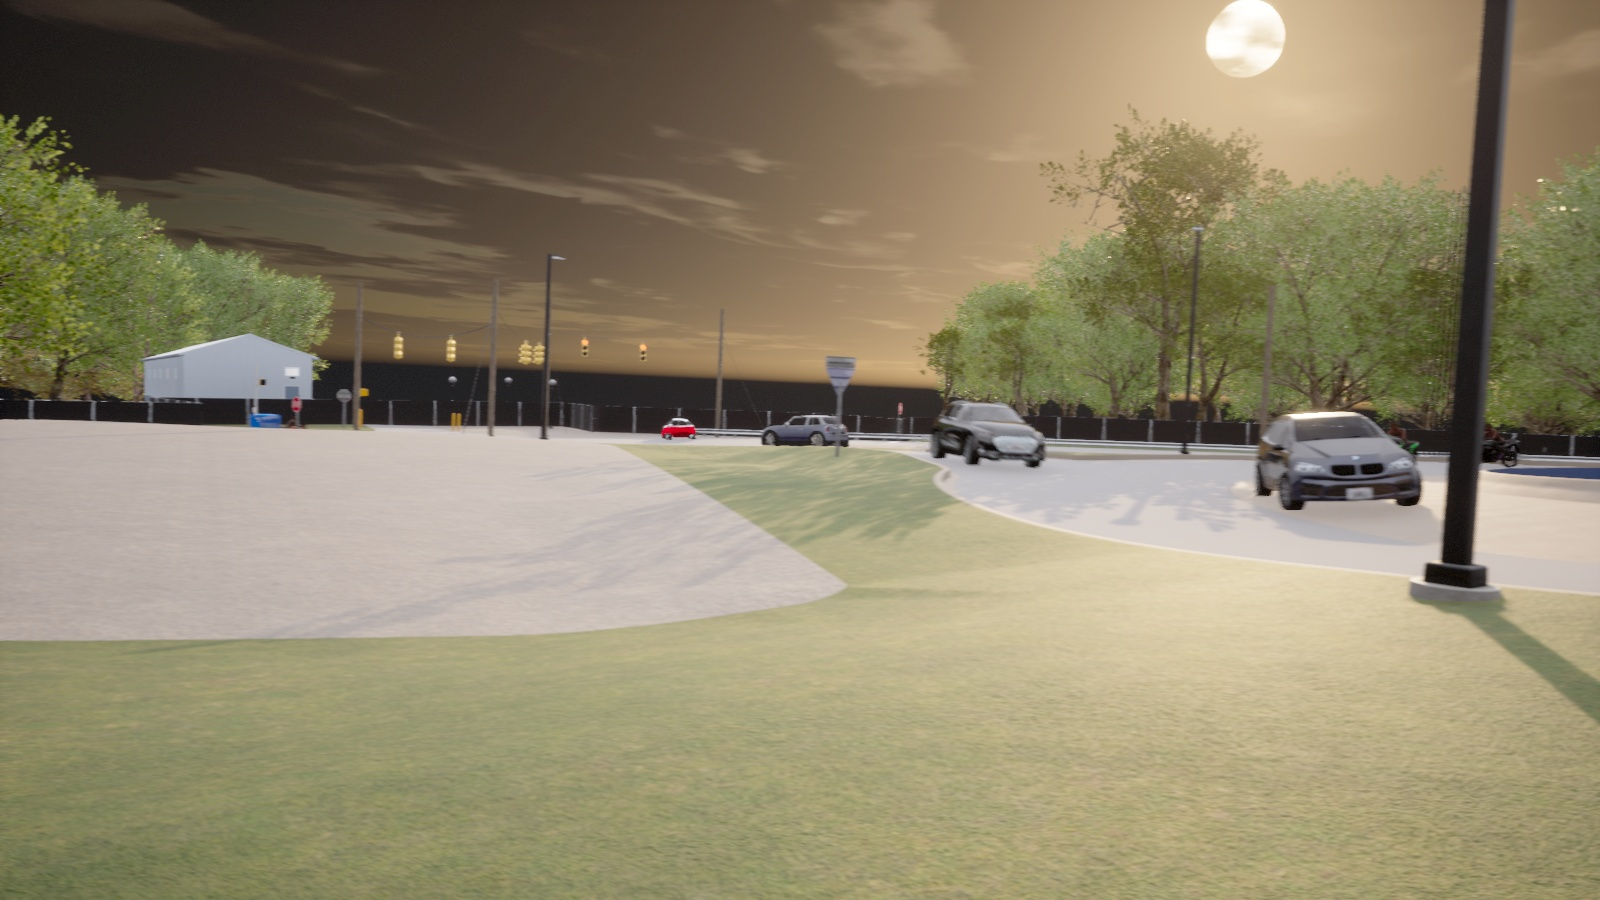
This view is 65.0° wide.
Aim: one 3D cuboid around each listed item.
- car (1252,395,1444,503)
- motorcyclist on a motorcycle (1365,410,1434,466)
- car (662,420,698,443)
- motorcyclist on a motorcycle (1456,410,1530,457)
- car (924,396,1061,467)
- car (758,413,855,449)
[{"bbox_3d":[10.059,-0.112,23.481,2.242,1.667,4.611,-4,2,11],"label":"car"},{"bbox_3d":[16.817,-0.350,35.236,2.044,1.523,0.797,-1,2,-34],"label":"motorcyclist on a motorcycle"},{"bbox_3d":[-7.687,-1.203,80.543,2.207,1.376,1.481,-1,4,-4],"label":"car"},{"bbox_3d":[23.565,-0.572,42.721,2.044,1.523,0.797,0,5,-4],"label":"motorcyclist on a motorcycle"},{"bbox_3d":[4.949,-0.554,33.093,2.033,1.649,4.856,1,3,-10],"label":"car"},{"bbox_3d":[0.274,-0.801,54.686,3.806,1.475,1.970,0,0,38],"label":"car"}]
